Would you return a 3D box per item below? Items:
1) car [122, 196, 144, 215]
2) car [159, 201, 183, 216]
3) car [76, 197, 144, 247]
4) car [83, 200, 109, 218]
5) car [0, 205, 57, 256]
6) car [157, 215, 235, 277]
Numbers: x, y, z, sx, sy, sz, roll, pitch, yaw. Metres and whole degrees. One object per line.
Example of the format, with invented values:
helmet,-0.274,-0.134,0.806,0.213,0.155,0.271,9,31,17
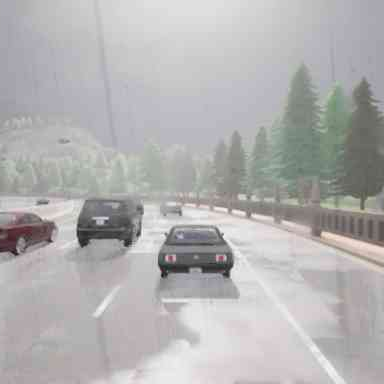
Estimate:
car,-6.319,1.388,35.203,2.097,1.767,4.553,0,0,-13
car,-2.141,1.581,32.795,2.033,1.411,5.357,0,0,-11
car,-3.588,1.239,15.275,2.150,2.045,5.566,0,0,-2
car,-9.135,1.580,32.070,2.033,1.411,5.357,0,0,-12
car,-7.006,1.491,13.132,1.882,1.535,5.008,0,0,-2
car,0.069,1.612,10.209,1.895,1.301,4.718,0,0,-1
